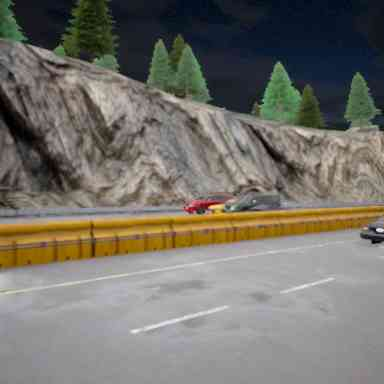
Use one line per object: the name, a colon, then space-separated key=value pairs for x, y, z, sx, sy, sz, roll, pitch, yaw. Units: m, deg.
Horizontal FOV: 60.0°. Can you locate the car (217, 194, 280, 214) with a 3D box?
car: x=5.248 y=1.235 z=28.452 sx=5.566 sy=2.045 sz=2.150 roll=0 pitch=0 yaw=-30

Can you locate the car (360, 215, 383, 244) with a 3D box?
car: x=9.571 y=1.558 z=14.500 sx=5.357 sy=1.411 sz=2.033 roll=0 pitch=0 yaw=-32

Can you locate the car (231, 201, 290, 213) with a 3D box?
car: x=5.346 y=1.576 z=24.377 sx=4.181 sy=1.385 sz=1.994 roll=0 pitch=0 yaw=-31

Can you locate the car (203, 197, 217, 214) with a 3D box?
car: x=3.901 y=1.491 z=31.690 sx=5.008 sy=1.535 sz=1.882 roll=0 pitch=0 yaw=-30

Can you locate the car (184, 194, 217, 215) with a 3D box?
car: x=1.894 y=1.234 z=34.590 sx=5.566 sy=2.045 sz=2.150 roll=0 pitch=0 yaw=-30
